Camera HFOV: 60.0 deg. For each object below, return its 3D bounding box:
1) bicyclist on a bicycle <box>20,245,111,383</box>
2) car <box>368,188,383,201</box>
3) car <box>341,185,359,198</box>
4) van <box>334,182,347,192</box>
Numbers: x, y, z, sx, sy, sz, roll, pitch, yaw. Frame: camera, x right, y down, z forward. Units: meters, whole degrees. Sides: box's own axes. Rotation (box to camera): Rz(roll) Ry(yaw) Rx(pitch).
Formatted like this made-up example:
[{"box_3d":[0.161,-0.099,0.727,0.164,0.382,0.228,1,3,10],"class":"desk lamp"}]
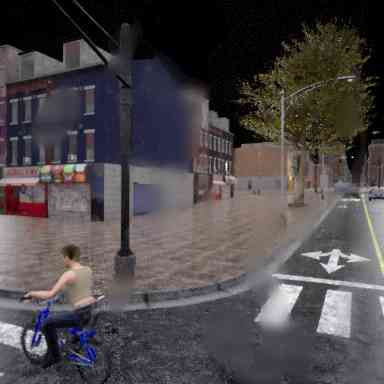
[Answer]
[{"box_3d":[-1.573,1.446,4.094,1.509,1.612,0.866,2,1,26],"class":"bicyclist on a bicycle"},{"box_3d":[22.008,0.283,39.509,2.033,1.411,5.357,0,3,27],"class":"car"},{"box_3d":[21.307,0.099,44.385,1.895,1.301,4.718,0,3,26],"class":"car"},{"box_3d":[29.468,-0.965,66.724,1.690,1.788,3.998,2,3,26],"class":"van"}]
